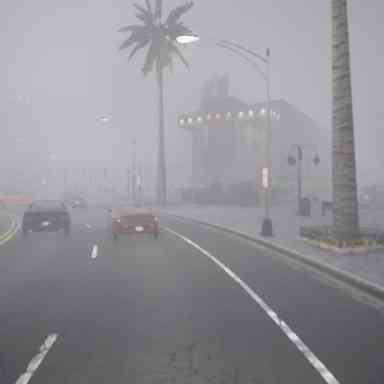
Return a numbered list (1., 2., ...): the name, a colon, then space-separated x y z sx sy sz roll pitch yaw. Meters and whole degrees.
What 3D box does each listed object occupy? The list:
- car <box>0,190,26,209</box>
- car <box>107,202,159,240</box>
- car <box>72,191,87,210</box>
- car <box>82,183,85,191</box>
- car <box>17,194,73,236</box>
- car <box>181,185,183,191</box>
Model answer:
1. car: -16.828 0.584 30.723 2.097 1.767 4.553 -2 2 -43
2. car: -2.694 1.155 14.686 1.812 1.442 4.674 0 1 -18
3. car: -10.829 0.831 29.257 1.994 1.385 4.181 -1 2 -39
4. car: -21.228 -0.270 60.984 4.553 1.767 2.185 1 2 33
5. car: -6.849 1.078 15.879 1.882 1.535 5.008 0 2 -21
6. car: -0.961 -0.125 61.547 4.674 1.452 2.002 1 2 33
